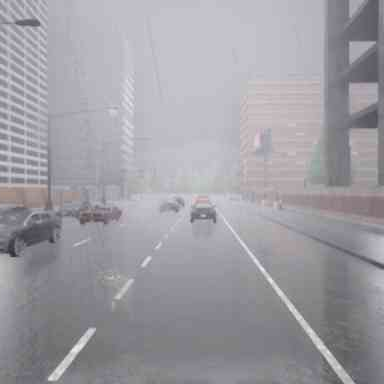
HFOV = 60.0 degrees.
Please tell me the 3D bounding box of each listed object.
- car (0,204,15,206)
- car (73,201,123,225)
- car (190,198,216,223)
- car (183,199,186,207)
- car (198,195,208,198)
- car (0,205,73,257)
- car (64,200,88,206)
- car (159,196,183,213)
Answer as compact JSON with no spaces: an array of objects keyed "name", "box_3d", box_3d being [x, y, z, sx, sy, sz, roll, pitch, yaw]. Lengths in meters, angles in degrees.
[{"name":"car","box_3d":[-10.072,1.456,17.804,1.837,1.490,4.892,0,0,2]},{"name":"car","box_3d":[-6.380,1.537,23.545,1.895,1.301,4.718,0,0,2]},{"name":"car","box_3d":[0.859,1.458,25.128,1.812,1.442,4.674,0,0,2]},{"name":"car","box_3d":[-1.950,1.378,47.036,1.837,1.490,4.892,0,0,2]},{"name":"car","box_3d":[1.557,1.227,47.262,2.097,1.767,4.553,0,0,2]},{"name":"car","box_3d":[-6.730,1.457,12.877,2.128,1.511,4.902,0,0,2]},{"name":"car","box_3d":[-9.723,1.429,27.946,1.837,1.490,4.892,0,0,2]},{"name":"car","box_3d":[-2.306,1.430,35.577,1.812,1.442,4.674,0,0,2]}]
